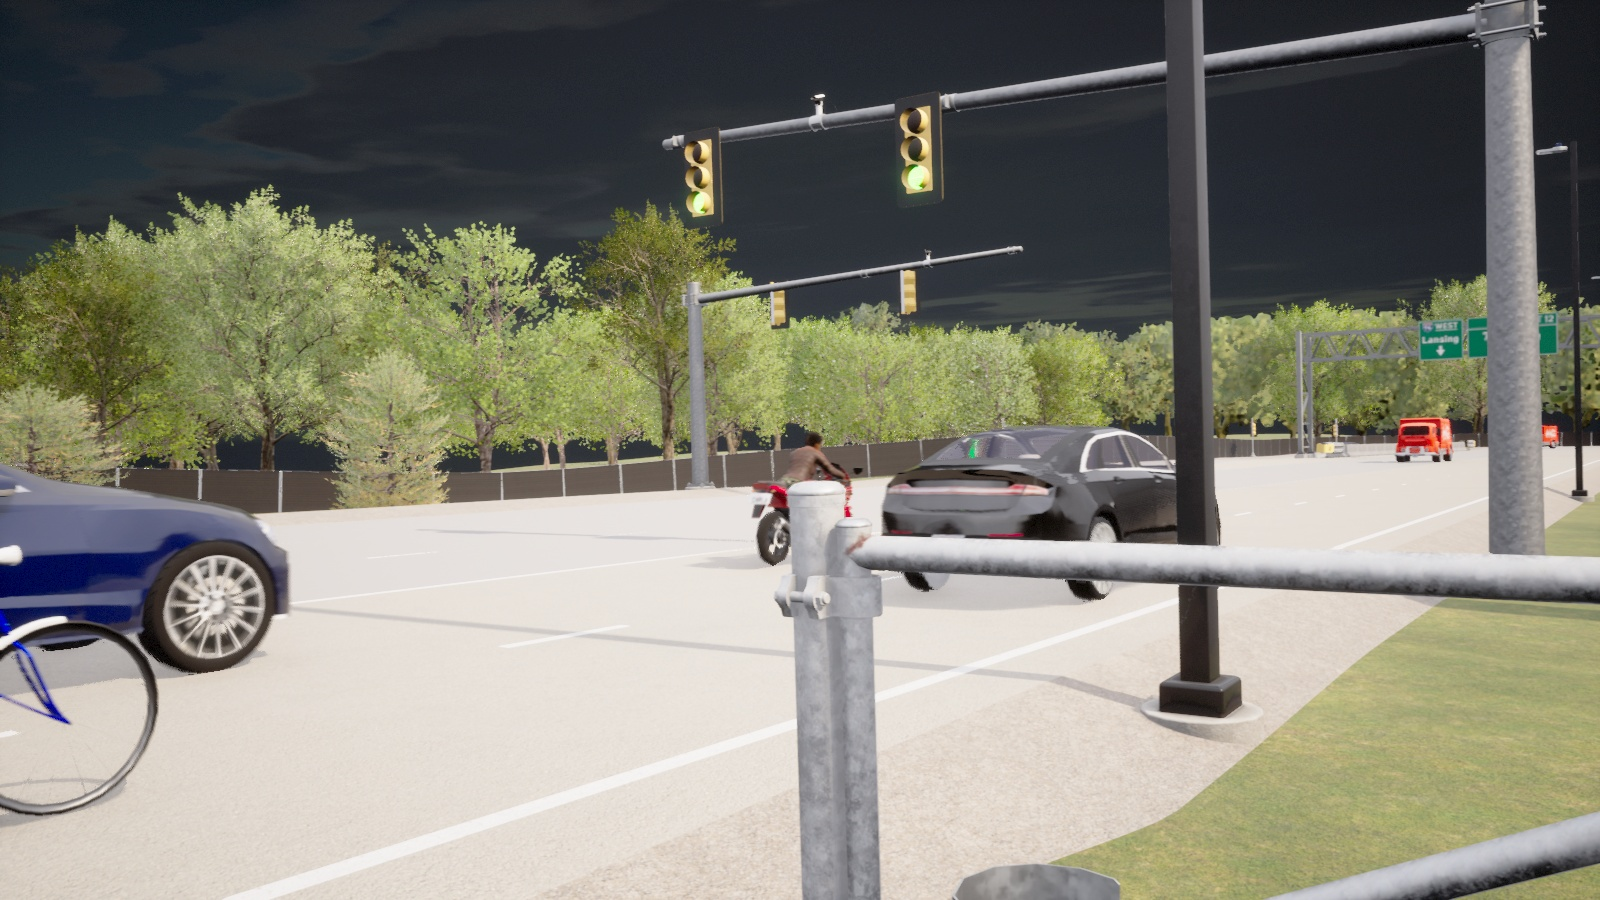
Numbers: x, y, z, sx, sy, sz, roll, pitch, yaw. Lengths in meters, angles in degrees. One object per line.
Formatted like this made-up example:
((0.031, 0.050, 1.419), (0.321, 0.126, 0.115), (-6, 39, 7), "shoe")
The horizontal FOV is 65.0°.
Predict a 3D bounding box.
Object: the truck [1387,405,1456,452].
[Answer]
((34.900, -1.185, 70.432), (2.627, 2.467, 5.204), (-2, 0, 35), "truck")

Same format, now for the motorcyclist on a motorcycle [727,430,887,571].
((0.121, 0.547, 14.726), (0.797, 1.523, 2.044), (-2, 0, 35), "motorcyclist on a motorcycle")

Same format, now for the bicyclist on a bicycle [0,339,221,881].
((-3.015, 0.537, 4.146), (0.659, 1.776, 1.843), (-1, 2, 35), "bicyclist on a bicycle")

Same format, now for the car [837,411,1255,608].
((2.627, 0.435, 12.208), (2.128, 1.511, 4.902), (-2, 0, 35), "car")

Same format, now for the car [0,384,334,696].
((-5.421, 0.514, 6.838), (2.152, 1.651, 5.027), (-2, 0, 35), "car")
